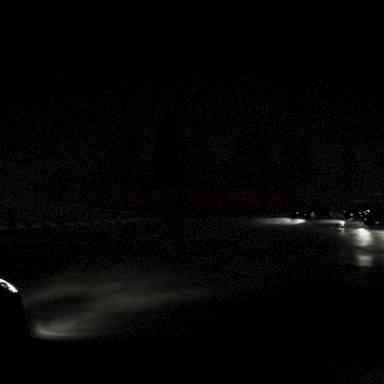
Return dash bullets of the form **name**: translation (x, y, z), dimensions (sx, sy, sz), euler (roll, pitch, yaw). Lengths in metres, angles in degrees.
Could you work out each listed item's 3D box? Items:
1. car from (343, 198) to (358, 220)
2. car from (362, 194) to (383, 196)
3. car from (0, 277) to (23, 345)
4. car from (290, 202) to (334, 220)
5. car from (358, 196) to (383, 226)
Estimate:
- **car**: translation (14.288, 1.488, 27.067), dimensions (4.892, 1.490, 1.837), euler (0, 0, -35)
- **car**: translation (18.704, 1.199, 34.513), dimensions (5.566, 2.045, 2.150), euler (0, 0, -35)
- **car**: translation (-4.269, 1.353, 3.524), dimensions (2.097, 1.767, 4.553), euler (0, 0, 28)
- **car**: translation (10.316, 1.549, 28.539), dimensions (4.181, 1.385, 1.994), euler (0, 0, -35)
- **car**: translation (13.440, 1.337, 22.171), dimensions (4.553, 1.767, 2.097), euler (0, 0, -35)
